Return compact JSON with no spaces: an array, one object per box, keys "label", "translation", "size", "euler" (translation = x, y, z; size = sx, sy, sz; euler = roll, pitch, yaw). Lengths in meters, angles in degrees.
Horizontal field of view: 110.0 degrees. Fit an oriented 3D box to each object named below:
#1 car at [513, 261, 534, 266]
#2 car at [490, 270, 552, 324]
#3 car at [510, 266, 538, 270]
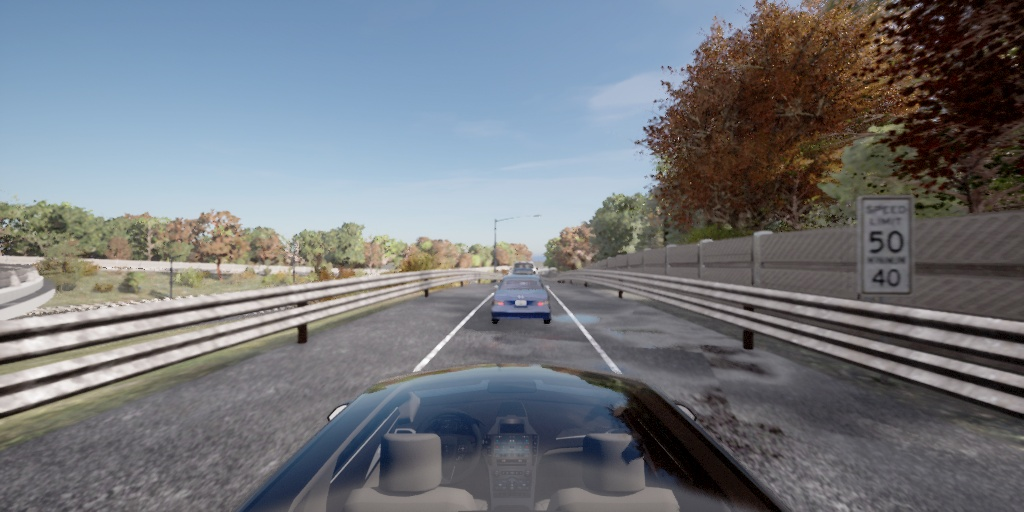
[{"label":"car","translation":[0.996,1.529,30.299],"size":[2.150,2.045,5.566],"euler":[0,-3,2]},{"label":"car","translation":[0.321,1.351,12.244],"size":[2.033,1.411,5.357],"euler":[0,-1,2]},{"label":"car","translation":[0.738,1.559,23.769],"size":[1.837,1.490,4.892],"euler":[0,-2,2]}]
